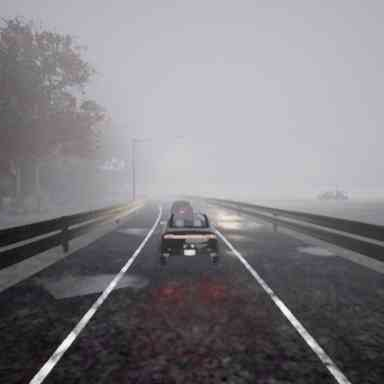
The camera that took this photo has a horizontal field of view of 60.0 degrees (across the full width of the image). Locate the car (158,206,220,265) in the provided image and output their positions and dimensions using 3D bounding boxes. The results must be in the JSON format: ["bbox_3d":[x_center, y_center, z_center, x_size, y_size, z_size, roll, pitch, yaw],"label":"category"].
[{"bbox_3d":[-0.129,1.460,11.636,2.128,1.511,4.902,0,0,-2],"label":"car"}]

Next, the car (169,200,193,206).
[{"bbox_3d":[-0.944,1.409,28.633,1.882,1.535,5.008,0,0,-4],"label":"car"}]

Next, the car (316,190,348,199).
[{"bbox_3d":[23.068,0.624,54.990,2.150,2.045,5.566,-1,0,-26],"label":"car"}]
